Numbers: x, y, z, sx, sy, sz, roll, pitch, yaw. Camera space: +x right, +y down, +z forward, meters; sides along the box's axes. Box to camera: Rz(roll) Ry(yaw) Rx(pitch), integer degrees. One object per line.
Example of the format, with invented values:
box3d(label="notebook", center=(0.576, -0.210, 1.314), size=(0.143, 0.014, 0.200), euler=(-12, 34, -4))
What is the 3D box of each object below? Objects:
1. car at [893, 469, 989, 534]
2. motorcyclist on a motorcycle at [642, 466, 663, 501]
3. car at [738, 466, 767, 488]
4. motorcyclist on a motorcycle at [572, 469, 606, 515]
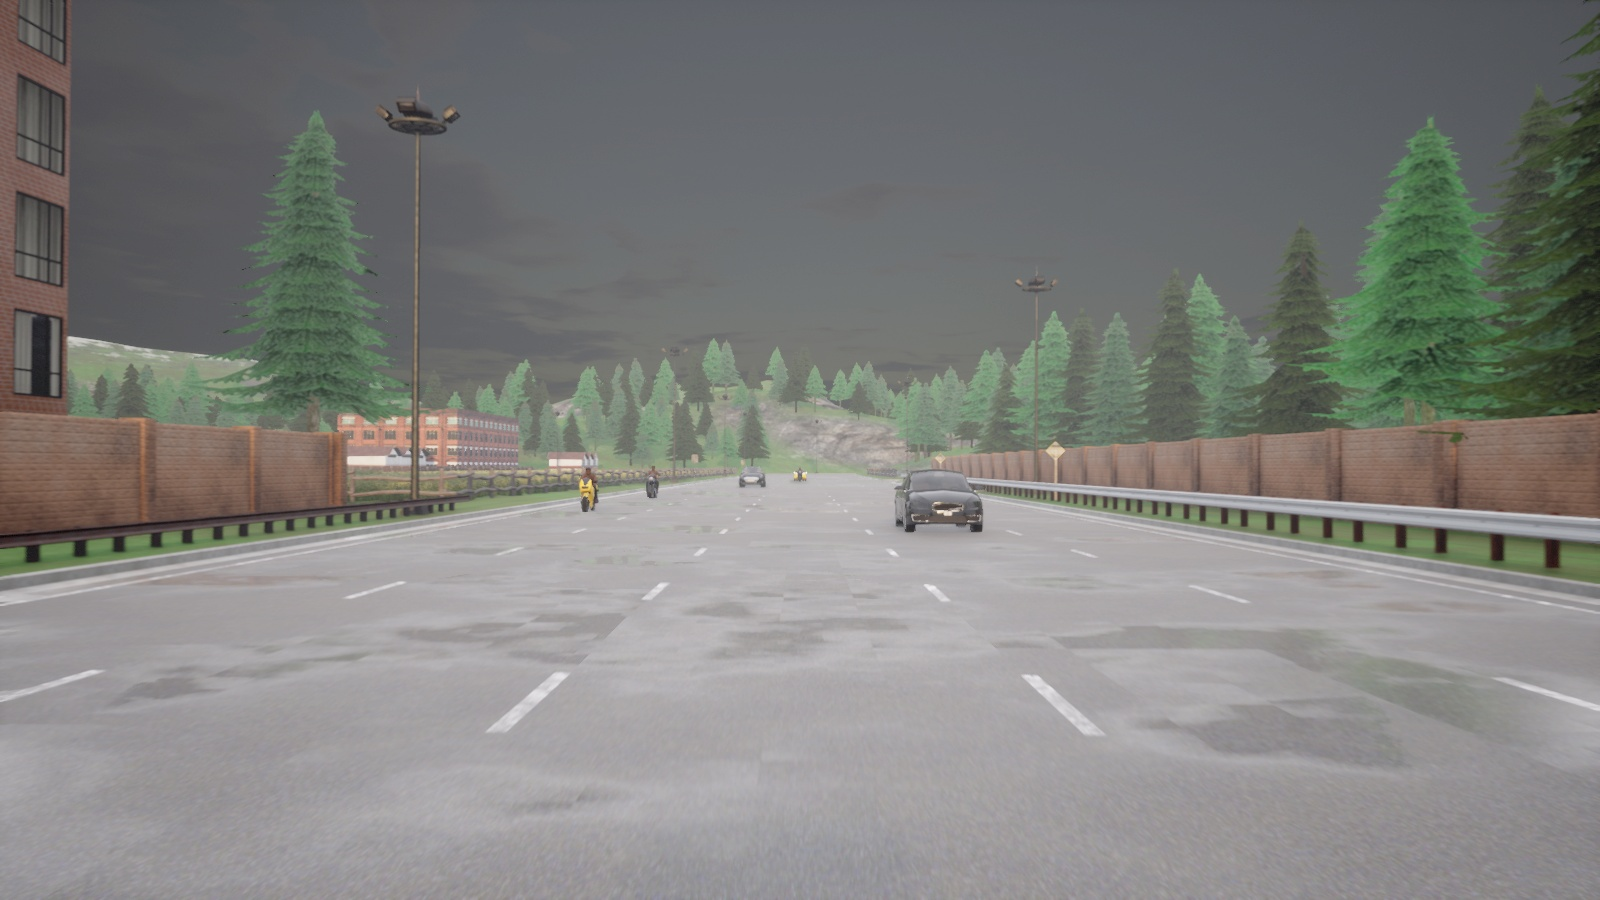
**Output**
box3d(label="car", center=(3.426, 1.230, 31.425), size=(1.837, 1.490, 4.892), euler=(0, -1, 0))
box3d(label="motorcyclist on a motorcycle", center=(-7.144, 1.620, 60.945), size=(0.766, 1.649, 2.350), euler=(0, -1, 0))
box3d(label="car", center=(-3.601, 2.061, 95.770), size=(2.033, 1.649, 4.856), euler=(0, -1, 0))
box3d(label="motorcyclist on a motorcycle", center=(-7.100, 1.397, 42.262), size=(0.797, 1.523, 2.044), euler=(0, -1, 0))
